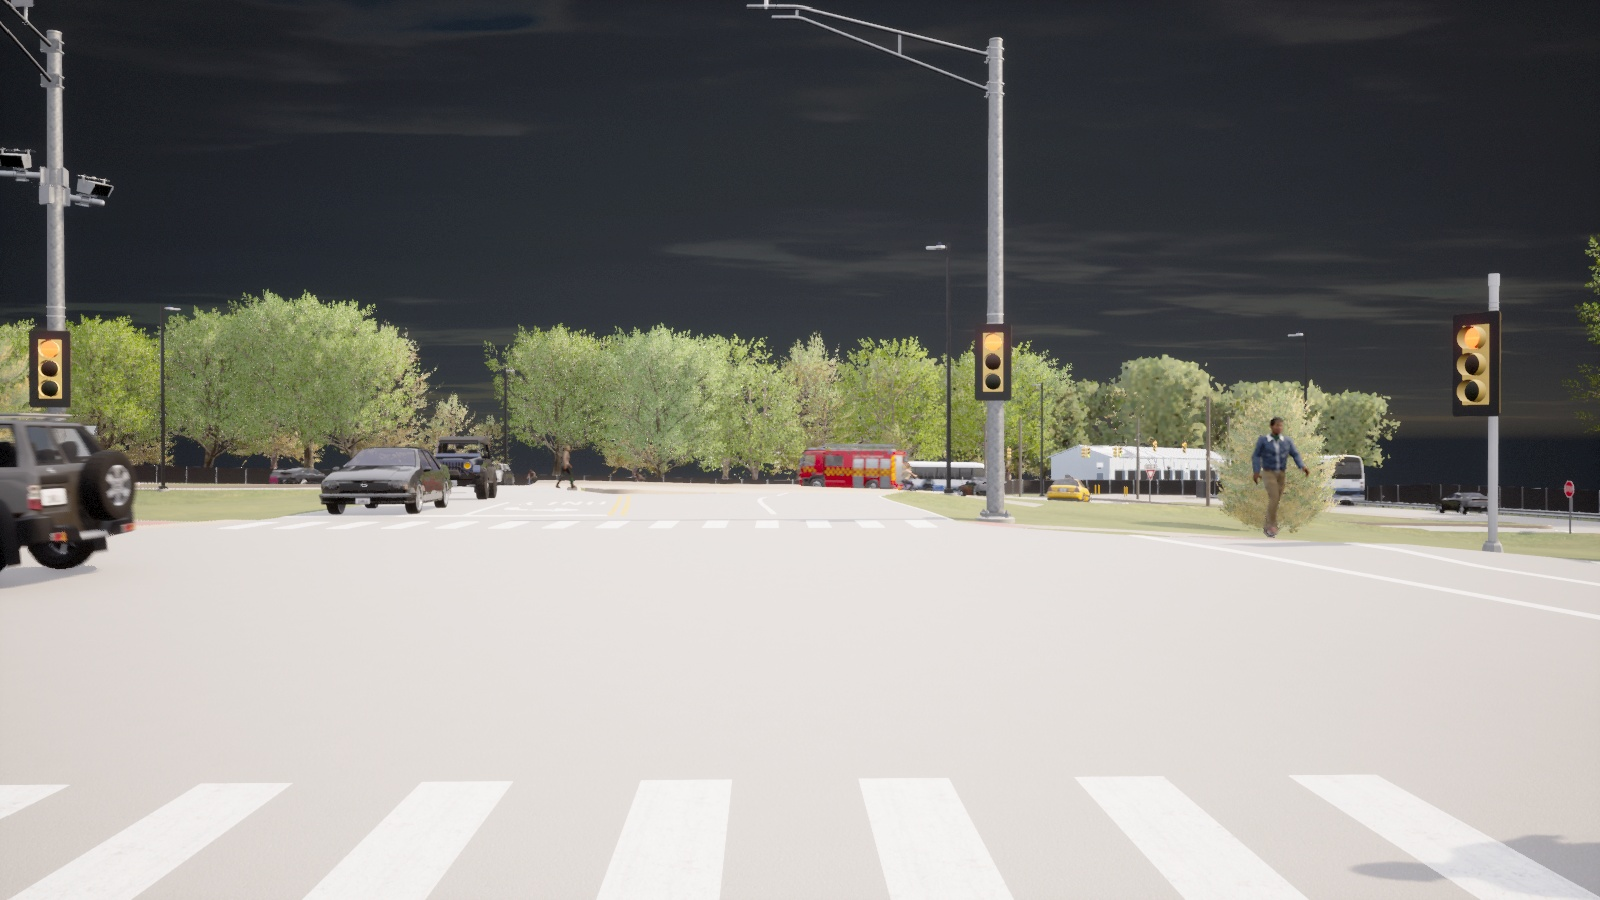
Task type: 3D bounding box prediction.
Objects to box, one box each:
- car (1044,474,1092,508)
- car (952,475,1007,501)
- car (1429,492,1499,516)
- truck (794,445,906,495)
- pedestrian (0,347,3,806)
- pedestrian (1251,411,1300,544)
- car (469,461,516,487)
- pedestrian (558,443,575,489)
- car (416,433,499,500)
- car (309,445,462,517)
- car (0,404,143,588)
[{"bbox_3d":[14.347,2.213,66.940,1.801,1.575,5.366,1,-4,19],"label":"car"},{"bbox_3d":[12.016,2.571,84.386,2.128,1.511,4.902,5,-3,-11],"label":"car"},{"bbox_3d":[44.889,3.645,85.024,2.128,1.511,4.902,0,-1,0],"label":"car"},{"bbox_3d":[3.885,1.513,98.903,8.468,3.827,2.891,0,0,32],"label":"truck"},{"bbox_3d":[-3.476,0.509,4.828,0.594,1.836,0.345,0,1,-7],"label":"pedestrian"},{"bbox_3d":[7.142,0.401,18.879,0.423,1.949,0.788,0,1,0],"label":"pedestrian"},{"bbox_3d":[-19.022,1.483,77.859,1.970,1.475,3.806,-1,-2,0],"label":"car"},{"bbox_3d":[-9.476,0.639,50.926,0.634,1.846,0.331,0,1,-21],"label":"pedestrian"},{"bbox_3d":[-10.076,0.493,37.225,1.905,1.878,3.866,0,-1,-8],"label":"car"},{"bbox_3d":[-8.879,0.613,27.407,2.033,1.411,5.357,0,0,-6],"label":"car"},{"bbox_3d":[-9.933,0.454,13.619,4.605,1.855,1.932,0,1,0],"label":"car"}]
